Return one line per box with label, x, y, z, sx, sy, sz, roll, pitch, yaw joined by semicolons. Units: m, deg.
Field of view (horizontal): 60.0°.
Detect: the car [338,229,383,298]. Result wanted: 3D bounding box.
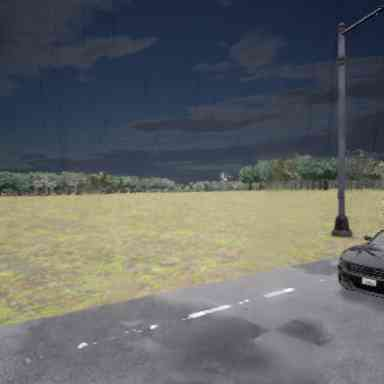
car;5.468;1.473;7.925;5.008;1.535;1.882;0;0;-36
